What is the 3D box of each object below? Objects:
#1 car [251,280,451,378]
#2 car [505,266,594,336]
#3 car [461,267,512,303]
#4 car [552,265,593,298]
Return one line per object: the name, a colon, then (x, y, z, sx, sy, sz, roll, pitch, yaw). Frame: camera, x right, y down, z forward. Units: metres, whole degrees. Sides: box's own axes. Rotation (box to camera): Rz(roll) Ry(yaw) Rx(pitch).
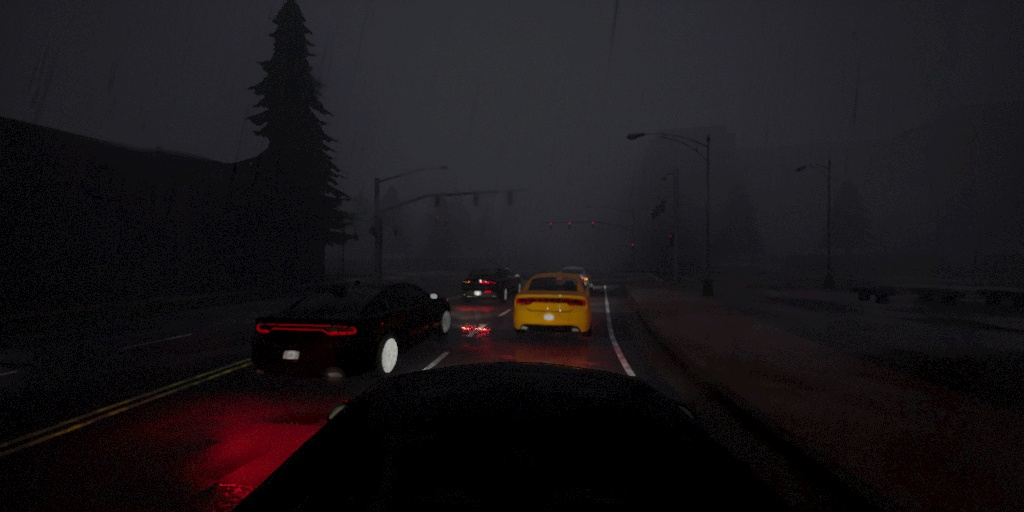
car: (-2.753, 1.222, 7.441, 1.882, 1.535, 5.008, 0, 0, 7)
car: (1.317, 1.218, 10.463, 1.882, 1.535, 5.008, 0, 0, 11)
car: (-0.833, 1.239, 16.741, 1.837, 1.490, 4.892, 0, 0, 13)
car: (3.401, 1.255, 19.490, 1.812, 1.442, 4.674, 0, 0, 14)
